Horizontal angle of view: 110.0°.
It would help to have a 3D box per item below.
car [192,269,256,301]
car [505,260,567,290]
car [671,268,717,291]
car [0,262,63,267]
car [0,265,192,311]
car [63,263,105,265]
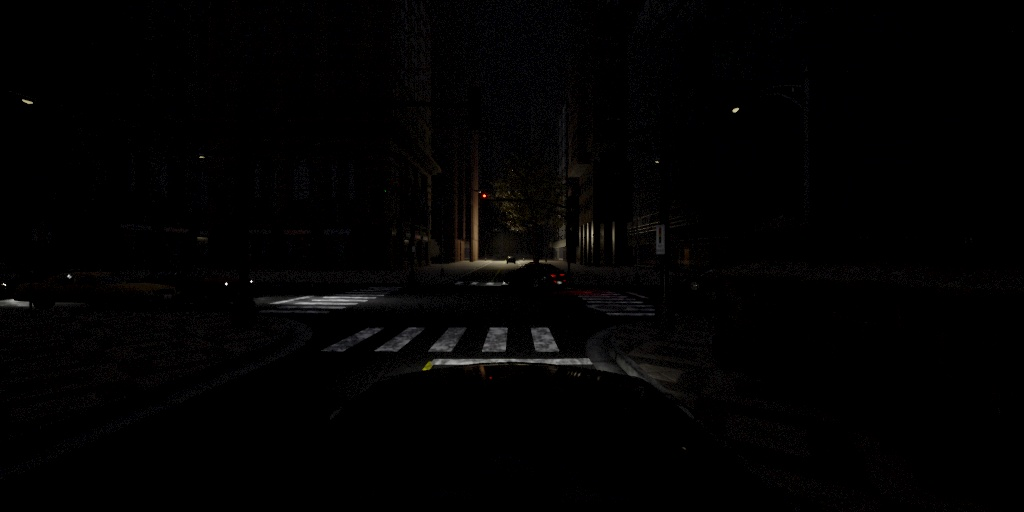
[{"bbox_3d":[-14.103,1.231,15.741,4.718,1.301,1.895,1,0,0],"label":"car"},{"bbox_3d":[1.398,1.246,22.648,1.837,1.490,4.892,-4,3,-34],"label":"car"},{"bbox_3d":[11.877,1.381,21.521,4.403,1.370,2.007,0,0,0],"label":"car"},{"bbox_3d":[-23.846,1.076,15.774,5.357,1.411,2.033,1,0,0],"label":"car"},{"bbox_3d":[-14.965,1.146,13.083,4.829,1.417,1.751,0,0,0],"label":"car"},{"bbox_3d":[-26.358,1.065,21.645,4.313,1.339,1.948,0,0,0],"label":"car"}]
